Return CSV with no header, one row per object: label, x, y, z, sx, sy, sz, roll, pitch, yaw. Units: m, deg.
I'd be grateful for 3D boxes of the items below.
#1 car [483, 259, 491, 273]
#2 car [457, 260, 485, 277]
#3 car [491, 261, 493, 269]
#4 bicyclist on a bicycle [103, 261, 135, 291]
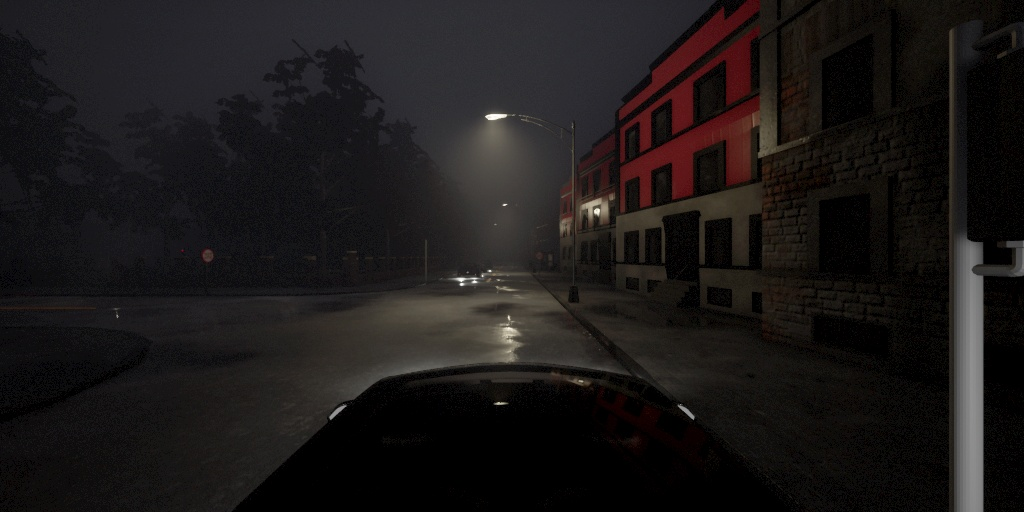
car,-4.016,1.297,43.948,2.033,1.411,5.357,0,0,0
car,-4.035,1.314,34.656,1.994,1.385,4.181,0,0,0
car,-3.969,1.228,54.359,1.882,1.535,5.008,0,0,0
bicyclist on a bicycle,-21.814,1.099,19.934,0.582,1.620,1.656,0,0,0
